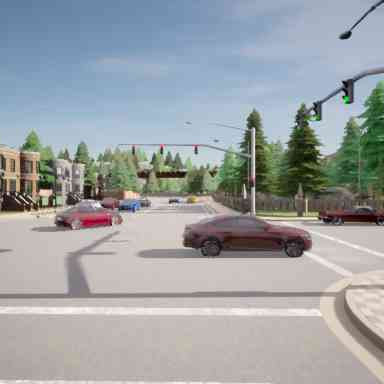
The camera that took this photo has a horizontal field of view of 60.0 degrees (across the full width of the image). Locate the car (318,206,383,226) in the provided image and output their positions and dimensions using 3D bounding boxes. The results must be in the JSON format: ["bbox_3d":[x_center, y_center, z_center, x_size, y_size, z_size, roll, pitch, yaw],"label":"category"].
[{"bbox_3d":[11.151,1.601,22.850,4.718,1.301,1.895,0,0,2],"label":"car"}]

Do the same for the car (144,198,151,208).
[{"bbox_3d":[-7.146,1.564,48.306,1.994,1.385,4.181,0,0,0],"label":"car"}]

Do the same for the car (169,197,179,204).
[{"bbox_3d":[-3.508,1.601,65.155,1.895,1.301,4.718,0,0,0],"label":"car"}]

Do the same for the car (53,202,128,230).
[{"bbox_3d":[-6.553,1.564,21.210,1.994,1.385,4.181,0,0,42],"label":"car"}]

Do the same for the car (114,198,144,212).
[{"bbox_3d":[-7.158,1.477,38.319,1.882,1.535,5.008,0,0,0],"label":"car"}]

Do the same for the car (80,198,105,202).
[{"bbox_3d":[-10.652,1.526,33.980,1.812,1.442,4.674,0,0,0],"label":"car"}]

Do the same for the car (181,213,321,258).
[{"bbox_3d":[1.943,1.526,12.170,4.674,1.442,1.812,0,0,1],"label":"car"}]

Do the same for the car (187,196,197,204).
[{"bbox_3d":[-0.007,1.477,64.870,1.882,1.535,5.008,0,0,0],"label":"car"}]

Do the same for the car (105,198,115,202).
[{"bbox_3d":[-10.658,1.477,43.033,1.882,1.535,5.008,0,0,0],"label":"car"}]
